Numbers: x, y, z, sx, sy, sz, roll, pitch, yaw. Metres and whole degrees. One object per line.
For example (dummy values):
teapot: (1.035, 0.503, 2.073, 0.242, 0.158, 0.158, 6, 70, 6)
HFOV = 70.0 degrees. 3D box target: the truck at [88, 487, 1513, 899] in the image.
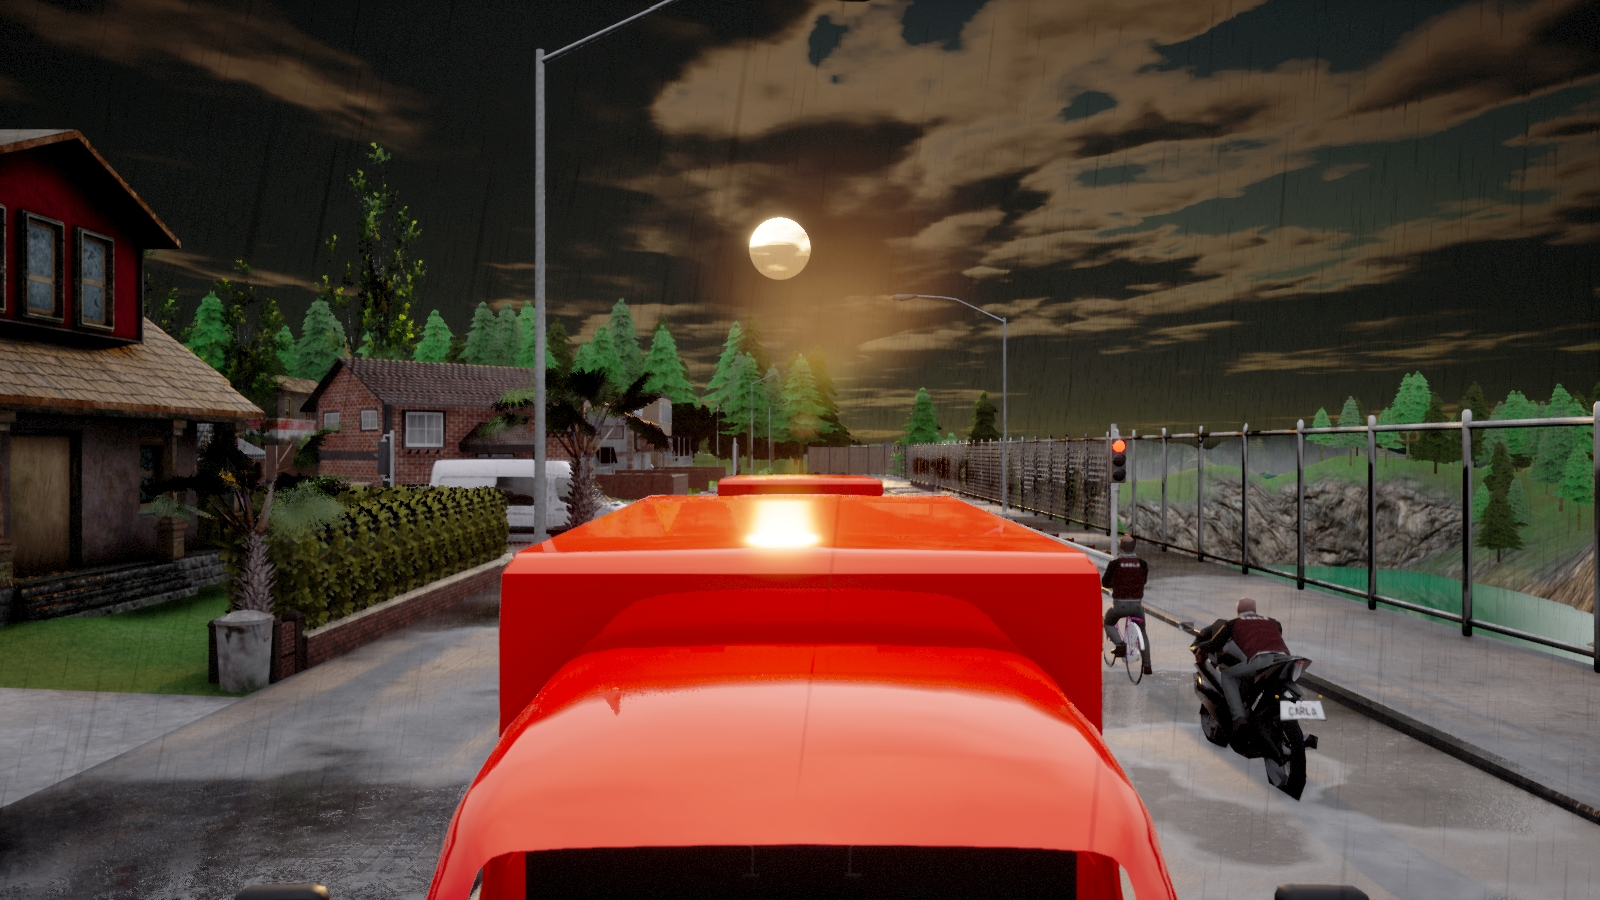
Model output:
truck: (-0.001, 1.546, 4.742, 2.627, 2.467, 5.204, 0, 2, 0)

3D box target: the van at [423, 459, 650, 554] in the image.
van: (-7.314, 1.547, 32.132, 5.915, 2.561, 1.988, 0, 0, 2)

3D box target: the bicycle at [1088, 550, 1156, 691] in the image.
bicycle: (3.986, 2.066, 14.240, 0.329, 1.471, 1.835, 0, 0, 0)

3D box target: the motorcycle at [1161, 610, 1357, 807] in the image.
motorcycle: (4.000, 2.210, 10.191, 0.867, 1.251, 2.209, 0, 0, 0)
